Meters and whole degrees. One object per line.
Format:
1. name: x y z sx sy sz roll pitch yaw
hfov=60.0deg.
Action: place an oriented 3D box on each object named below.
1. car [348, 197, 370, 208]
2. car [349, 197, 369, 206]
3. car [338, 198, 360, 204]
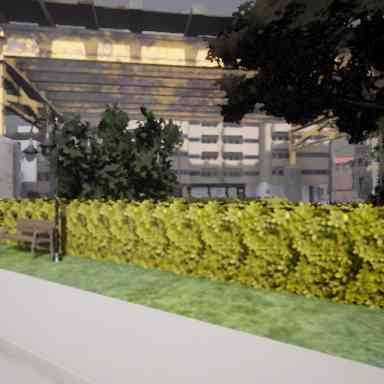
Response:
1. car: 24.975 1.511 49.884 2.038 1.542 4.974 0 0 16
2. car: 24.988 1.354 49.935 1.853 1.218 4.536 0 0 16
3. car: 15.449 1.542 30.917 4.892 1.490 1.837 -1 0 -9
